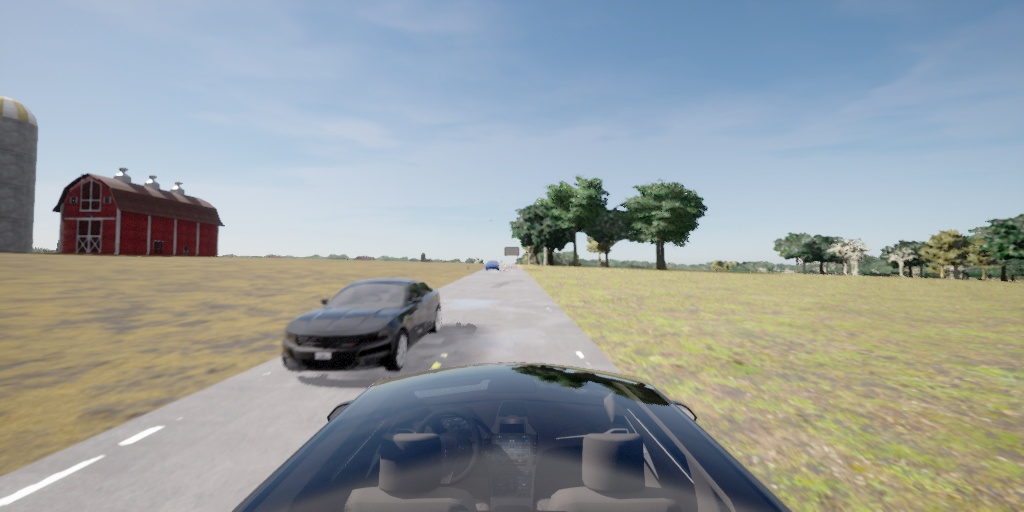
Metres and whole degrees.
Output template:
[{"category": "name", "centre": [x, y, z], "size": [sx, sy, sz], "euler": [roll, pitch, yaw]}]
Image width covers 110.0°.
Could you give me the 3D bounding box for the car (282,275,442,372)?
[{"category": "car", "centre": [-2.851, 1.235, 7.913], "size": [1.882, 1.535, 5.008], "euler": [0, 0, 0]}]

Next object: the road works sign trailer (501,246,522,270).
[{"category": "road works sign trailer", "centre": [-0.017, 0.345, 54.283], "size": [2.380, 3.560, 2.880], "euler": [0, 0, 0]}]

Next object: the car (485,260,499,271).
[{"category": "car", "centre": [-2.811, 1.348, 51.383], "size": [1.882, 1.535, 5.008], "euler": [0, 0, 0]}]
